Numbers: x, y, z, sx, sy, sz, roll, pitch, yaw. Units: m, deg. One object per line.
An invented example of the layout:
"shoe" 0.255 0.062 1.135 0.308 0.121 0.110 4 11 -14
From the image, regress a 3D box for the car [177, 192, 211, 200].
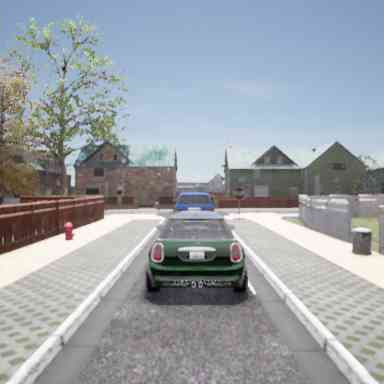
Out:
"car" 0.074 1.028 18.533 2.150 2.045 5.566 0 1 -1

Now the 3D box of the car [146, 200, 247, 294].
"car" 0.097 1.259 8.728 2.097 1.767 4.553 0 1 0
